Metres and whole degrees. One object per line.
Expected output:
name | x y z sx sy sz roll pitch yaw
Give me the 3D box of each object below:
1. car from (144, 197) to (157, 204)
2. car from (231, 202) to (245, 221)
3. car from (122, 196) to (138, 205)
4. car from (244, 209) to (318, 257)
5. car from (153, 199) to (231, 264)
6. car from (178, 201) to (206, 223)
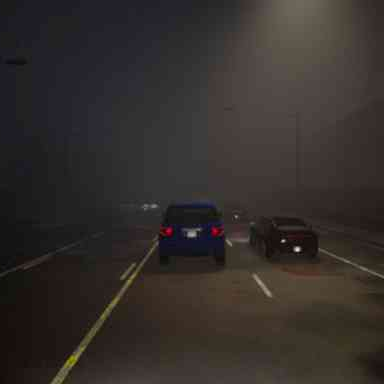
car | -7.071 1.442 57.225 1.895 1.301 4.718 0 1 1
car | 3.513 1.640 28.421 1.837 1.490 4.892 0 1 0
car | -10.563 1.388 57.203 2.033 1.411 5.357 0 1 1
car | 3.517 1.638 13.462 1.837 1.490 4.892 0 0 0
car | 0.008 1.350 12.544 2.150 2.045 5.566 0 0 0
car | 0.012 1.626 28.422 2.128 1.511 4.902 0 0 0
